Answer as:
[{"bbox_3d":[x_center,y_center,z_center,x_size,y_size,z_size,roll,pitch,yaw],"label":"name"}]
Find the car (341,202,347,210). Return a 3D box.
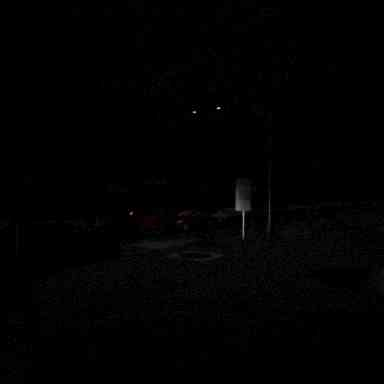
[{"bbox_3d":[24.705,2.367,57.065,1.752,1.417,4.829,-1,-1,35],"label":"car"}]

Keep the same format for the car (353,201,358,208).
[{"bbox_3d":[31.059,2.576,66.013,1.802,1.307,4.206,-1,-1,35],"label":"car"}]

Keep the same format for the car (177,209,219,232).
[{"bbox_3d":[-0.217,1.817,21.961,1.802,1.307,4.206,-1,-1,35],"label":"car"}]

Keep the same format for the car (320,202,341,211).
[{"bbox_3d":[21.676,2.319,52.798,2.008,1.369,4.403,-1,-1,35],"label":"car"}]

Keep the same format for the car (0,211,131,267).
[{"bbox_3d":[-4.667,1.574,10.950,2.128,1.511,4.902,0,-1,35],"label":"car"}]

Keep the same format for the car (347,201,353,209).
[{"bbox_3d":[27.931,2.485,61.608,1.947,1.339,4.313,-1,-1,35],"label":"car"}]

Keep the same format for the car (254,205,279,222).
[{"bbox_3d":[6.038,1.954,30.772,1.947,1.339,4.313,-1,-1,35],"label":"car"}]

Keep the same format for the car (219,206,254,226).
[{"bbox_3d":[2.812,1.835,26.229,1.752,1.417,4.829,-1,-1,35],"label":"car"}]

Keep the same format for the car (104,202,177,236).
[{"bbox_3d":[-3.344,1.473,17.561,2.192,1.841,5.009,-1,-1,35],"label":"car"}]

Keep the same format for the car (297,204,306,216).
[{"bbox_3d":[12.293,2.092,39.583,2.008,1.369,4.403,-1,-1,35],"label":"car"}]

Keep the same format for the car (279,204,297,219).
[{"bbox_3d":[9.166,2.031,35.177,1.947,1.339,4.313,-1,-1,35],"label":"car"}]

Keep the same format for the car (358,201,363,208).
[{"bbox_3d":[34.186,2.635,70.418,1.947,1.339,4.313,-1,-1,35],"label":"car"}]

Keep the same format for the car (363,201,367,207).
[{"bbox_3d":[40.440,2.789,79.228,1.947,1.339,4.313,-1,-1,35],"label":"car"}]
